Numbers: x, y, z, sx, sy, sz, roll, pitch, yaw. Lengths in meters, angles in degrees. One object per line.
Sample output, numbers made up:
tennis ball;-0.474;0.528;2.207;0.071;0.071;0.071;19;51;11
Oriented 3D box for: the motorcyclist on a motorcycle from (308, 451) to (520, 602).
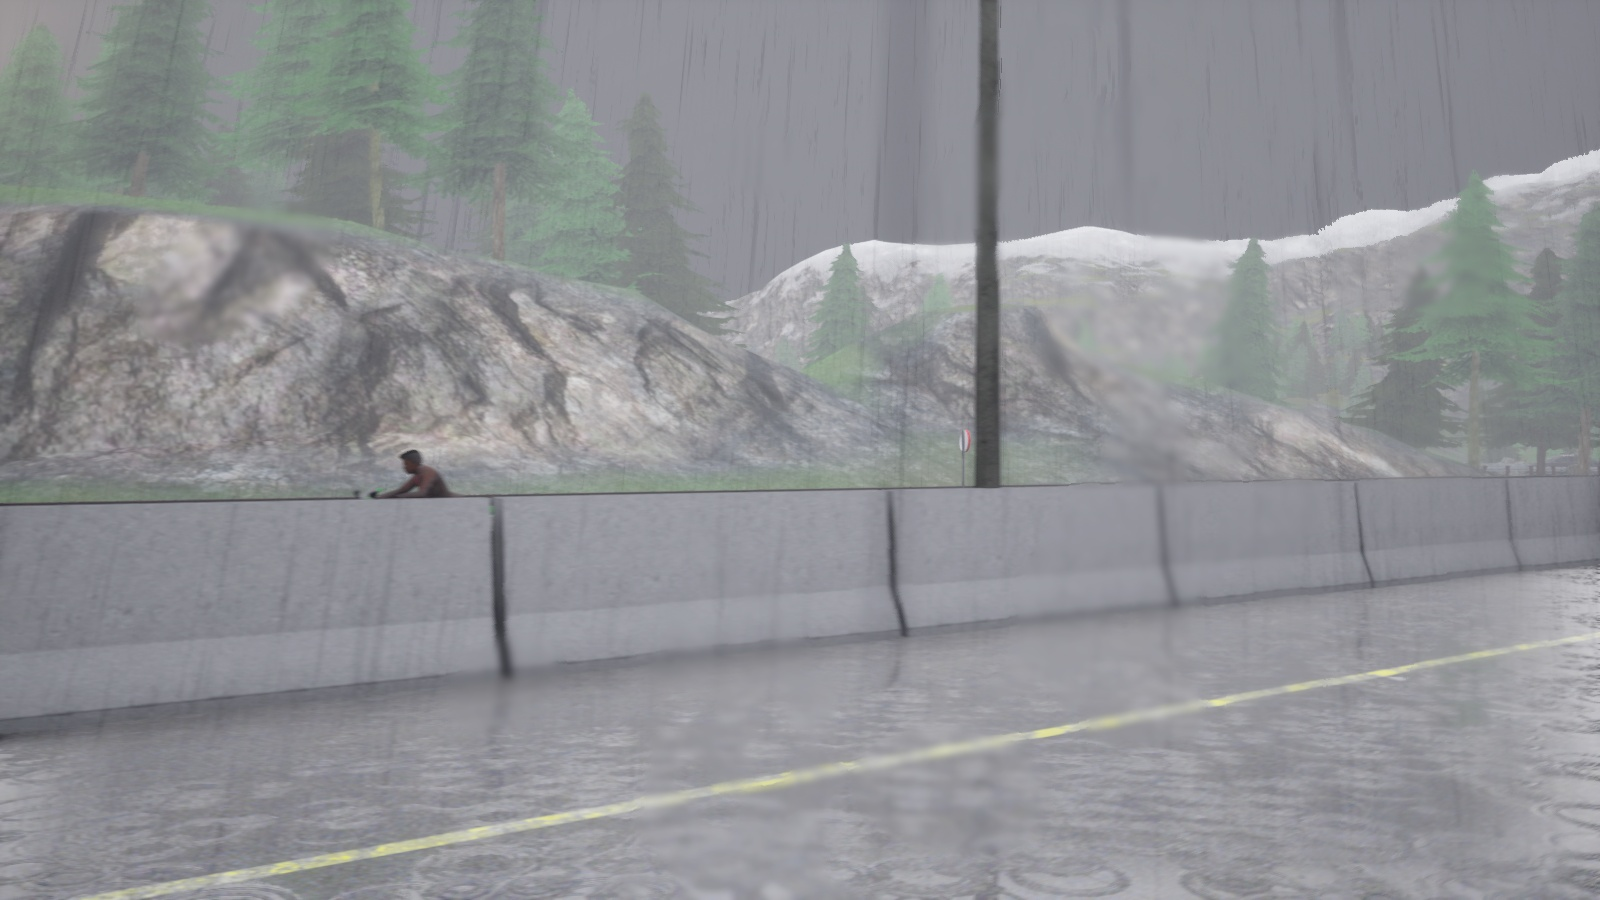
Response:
motorcyclist on a motorcycle;-4.151;0.770;13.562;2.044;1.523;0.797;0;0;-35
